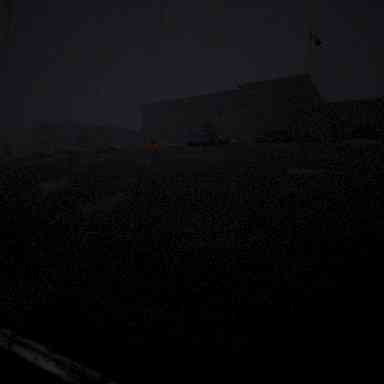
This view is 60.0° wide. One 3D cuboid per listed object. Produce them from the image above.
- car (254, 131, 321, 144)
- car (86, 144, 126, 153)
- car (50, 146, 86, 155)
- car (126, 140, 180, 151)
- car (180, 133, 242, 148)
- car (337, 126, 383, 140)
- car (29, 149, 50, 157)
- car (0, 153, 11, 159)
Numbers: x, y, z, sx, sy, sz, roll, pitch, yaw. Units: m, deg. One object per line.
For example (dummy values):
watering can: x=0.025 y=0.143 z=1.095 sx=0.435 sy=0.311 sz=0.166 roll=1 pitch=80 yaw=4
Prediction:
car: x=6.786 y=-3.564 z=23.640 sx=4.792 sy=1.488 sz=2.163 roll=1 pitch=1 yaw=29
car: x=-7.671 y=-3.926 z=32.186 sx=4.674 sy=1.452 sz=2.002 roll=1 pitch=1 yaw=33
car: x=-12.317 y=-4.083 z=35.214 sx=4.892 sy=1.521 sz=2.231 roll=1 pitch=1 yaw=34
car: x=-2.960 y=-3.843 z=29.256 sx=5.008 sy=1.535 sz=2.097 roll=1 pitch=1 yaw=32
car: x=1.794 y=-3.846 z=26.440 sx=4.553 sy=1.767 sz=2.185 roll=1 pitch=1 yaw=31
car: x=11.649 y=-3.432 z=21.032 sx=4.674 sy=1.452 sz=2.002 roll=1 pitch=1 yaw=28
car: x=-16.883 y=-4.183 z=38.315 sx=4.892 sy=1.521 sz=2.231 roll=1 pitch=1 yaw=34
car: x=-25.923 y=-4.482 z=44.473 sx=4.553 sy=1.767 sz=2.185 roll=1 pitch=1 yaw=34
